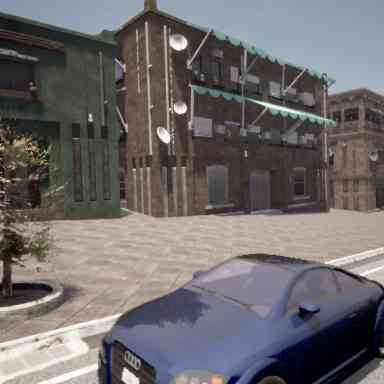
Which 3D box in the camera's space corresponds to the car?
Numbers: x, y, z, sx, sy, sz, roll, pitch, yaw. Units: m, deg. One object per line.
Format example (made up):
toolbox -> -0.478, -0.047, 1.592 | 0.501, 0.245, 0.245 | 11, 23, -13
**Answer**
car -> 0.966, 1.570, 4.355 | 4.181, 1.385, 1.994 | 0, 0, -39
